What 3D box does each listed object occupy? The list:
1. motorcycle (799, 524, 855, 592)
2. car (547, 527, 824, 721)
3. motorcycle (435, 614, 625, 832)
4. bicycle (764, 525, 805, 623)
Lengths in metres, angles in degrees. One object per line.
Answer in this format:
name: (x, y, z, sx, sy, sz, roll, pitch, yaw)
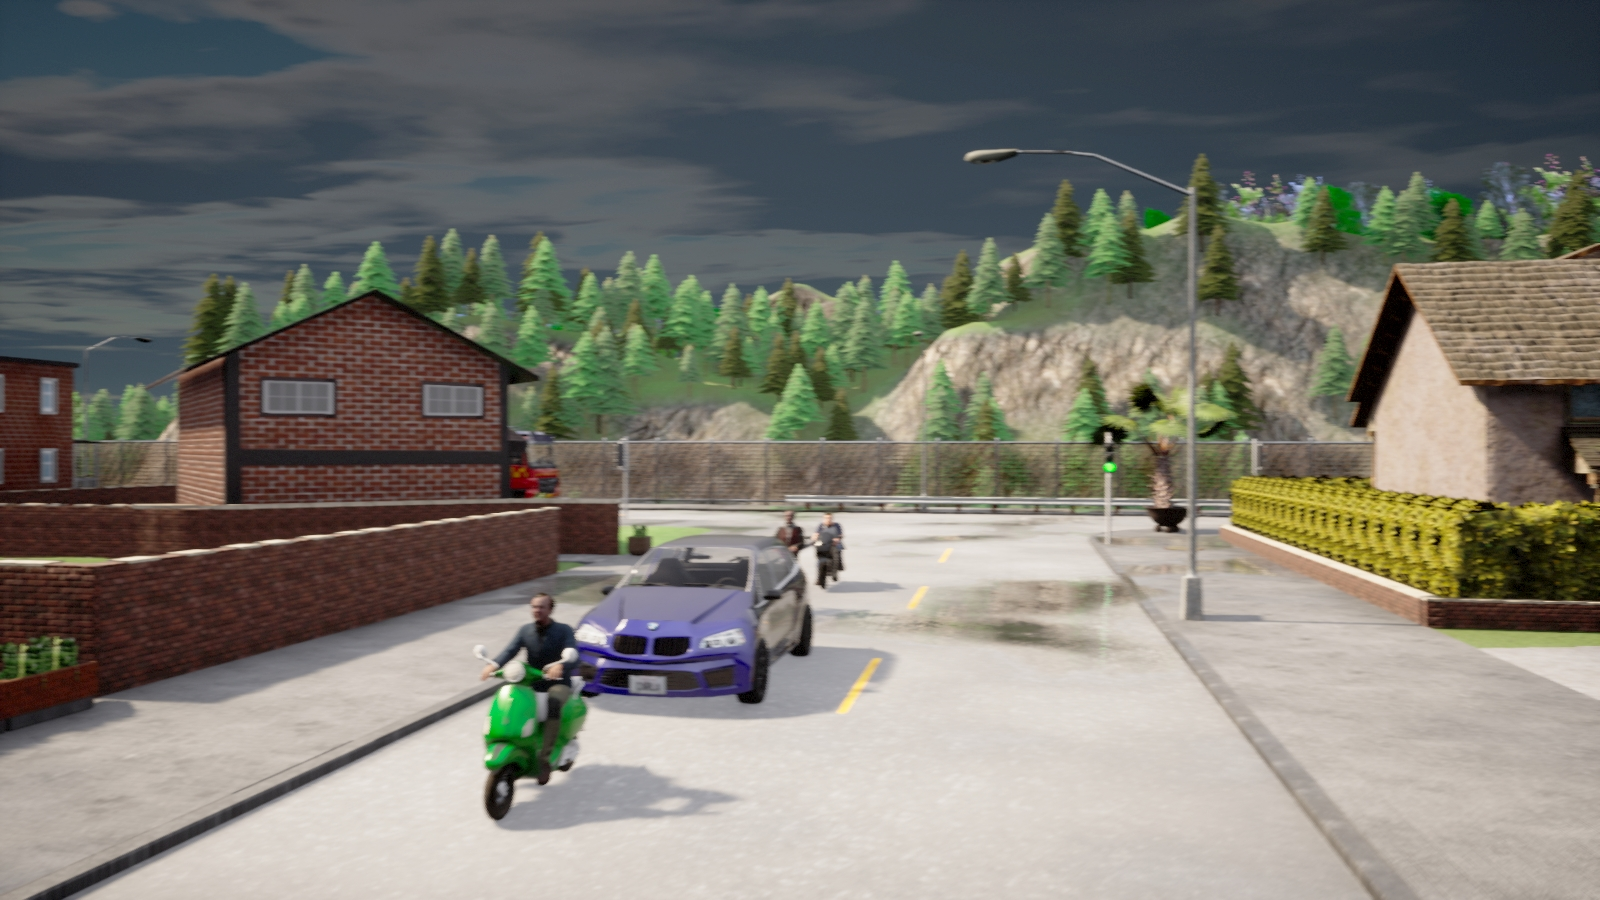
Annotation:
motorcycle: (0.580, 2.188, 23.429, 0.803, 1.199, 2.033, 0, 0, 11)
car: (-1.185, 1.965, 14.289, 2.242, 1.667, 4.611, 0, 0, 11)
motorcycle: (-2.135, 2.137, 9.329, 0.856, 1.316, 1.805, 0, 0, 10)
bicycle: (-0.246, 2.060, 19.421, 0.329, 1.471, 1.835, 0, 0, 11)
